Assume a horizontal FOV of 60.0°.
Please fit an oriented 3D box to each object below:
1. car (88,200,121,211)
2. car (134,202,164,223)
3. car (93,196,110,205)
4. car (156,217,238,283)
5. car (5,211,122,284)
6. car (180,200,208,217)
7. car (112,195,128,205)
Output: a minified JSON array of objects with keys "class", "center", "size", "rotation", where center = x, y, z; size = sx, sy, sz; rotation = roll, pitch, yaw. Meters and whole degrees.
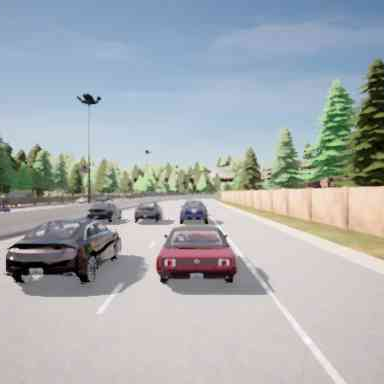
[{"class":"car","center":[-6.853,1.580,26.395],"size":[1.837,1.490,4.892],"rotation":[0,0,0]},{"class":"car","center":[-3.354,1.563,26.347],"size":[2.128,1.511,4.902],"rotation":[0,0,0]},{"class":"car","center":[-17.378,1.651,64.260],"size":[1.882,1.535,5.008],"rotation":[0,0,0]},{"class":"car","center":[0.115,1.626,9.719],"size":[1.895,1.301,4.718],"rotation":[0,0,0]},{"class":"car","center":[-3.384,1.520,9.658],"size":[2.128,1.511,4.902],"rotation":[0,0,0]},{"class":"car","center":[0.145,1.419,26.079],"size":[2.097,1.767,4.553],"rotation":[0,0,0]},{"class":"car","center":[-13.881,1.526,64.370],"size":[2.097,1.767,4.553],"rotation":[0,0,0]}]
